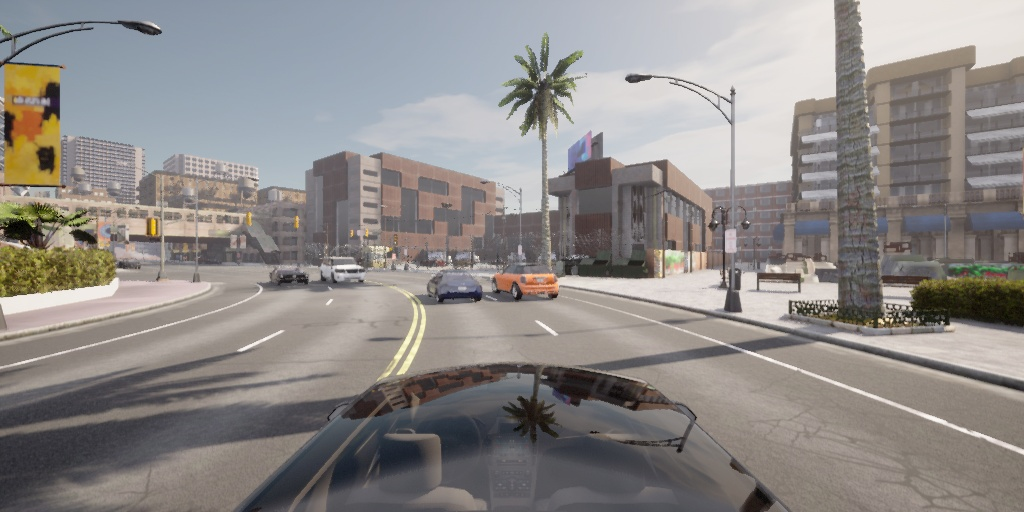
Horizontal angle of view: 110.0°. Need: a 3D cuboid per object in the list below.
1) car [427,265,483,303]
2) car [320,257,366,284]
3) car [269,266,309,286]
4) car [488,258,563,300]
[{"bbox_3d":[-2.773,1.320,16.836,1.994,1.385,4.181,0,0,-21],"label":"car"},{"bbox_3d":[-13.155,1.074,27.668,2.150,2.045,5.566,0,0,-41],"label":"car"},{"bbox_3d":[-15.815,1.402,25.392,1.895,1.301,4.718,0,0,-41],"label":"car"},{"bbox_3d":[0.516,1.114,18.033,2.097,1.767,4.553,0,0,-21],"label":"car"}]
